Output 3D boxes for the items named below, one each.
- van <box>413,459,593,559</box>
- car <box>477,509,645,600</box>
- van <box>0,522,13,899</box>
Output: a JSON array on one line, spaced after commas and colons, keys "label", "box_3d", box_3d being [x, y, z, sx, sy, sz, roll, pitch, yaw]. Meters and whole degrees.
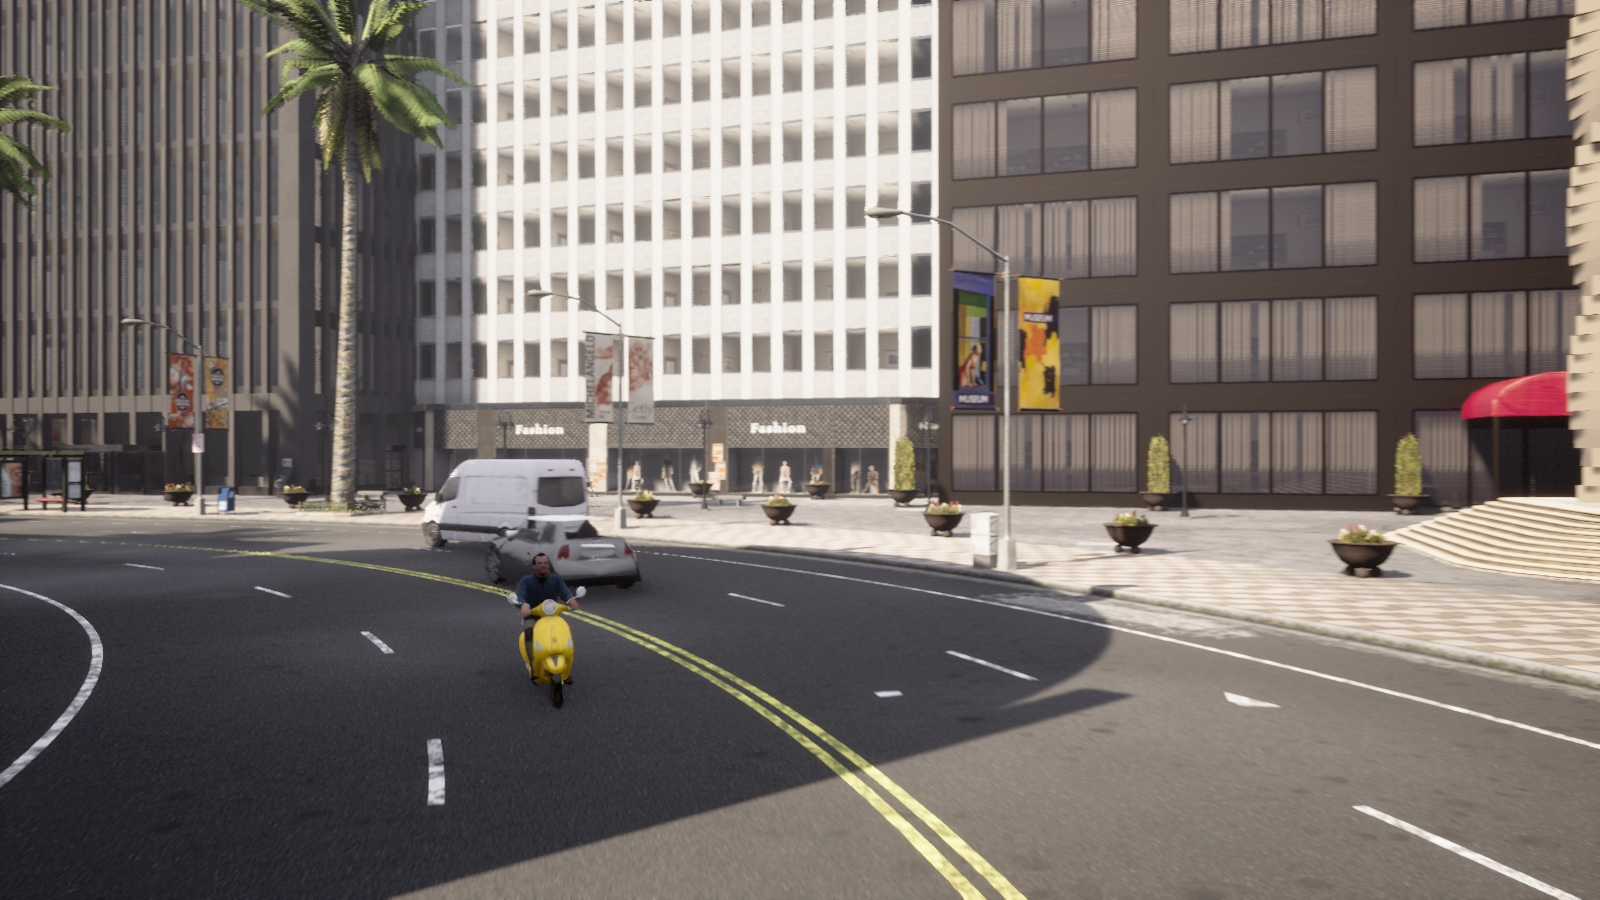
[{"label": "van", "box_3d": [-8.491, 1.540, 32.298, 5.915, 2.561, 1.988, 0, -1, 42]}, {"label": "car", "box_3d": [-4.976, 2.068, 23.488, 1.970, 1.475, 3.806, 0, 0, -37]}, {"label": "van", "box_3d": [-3.491, 1.537, 1.043, 1.988, 2.561, 5.915, 0, 0, -6]}]
